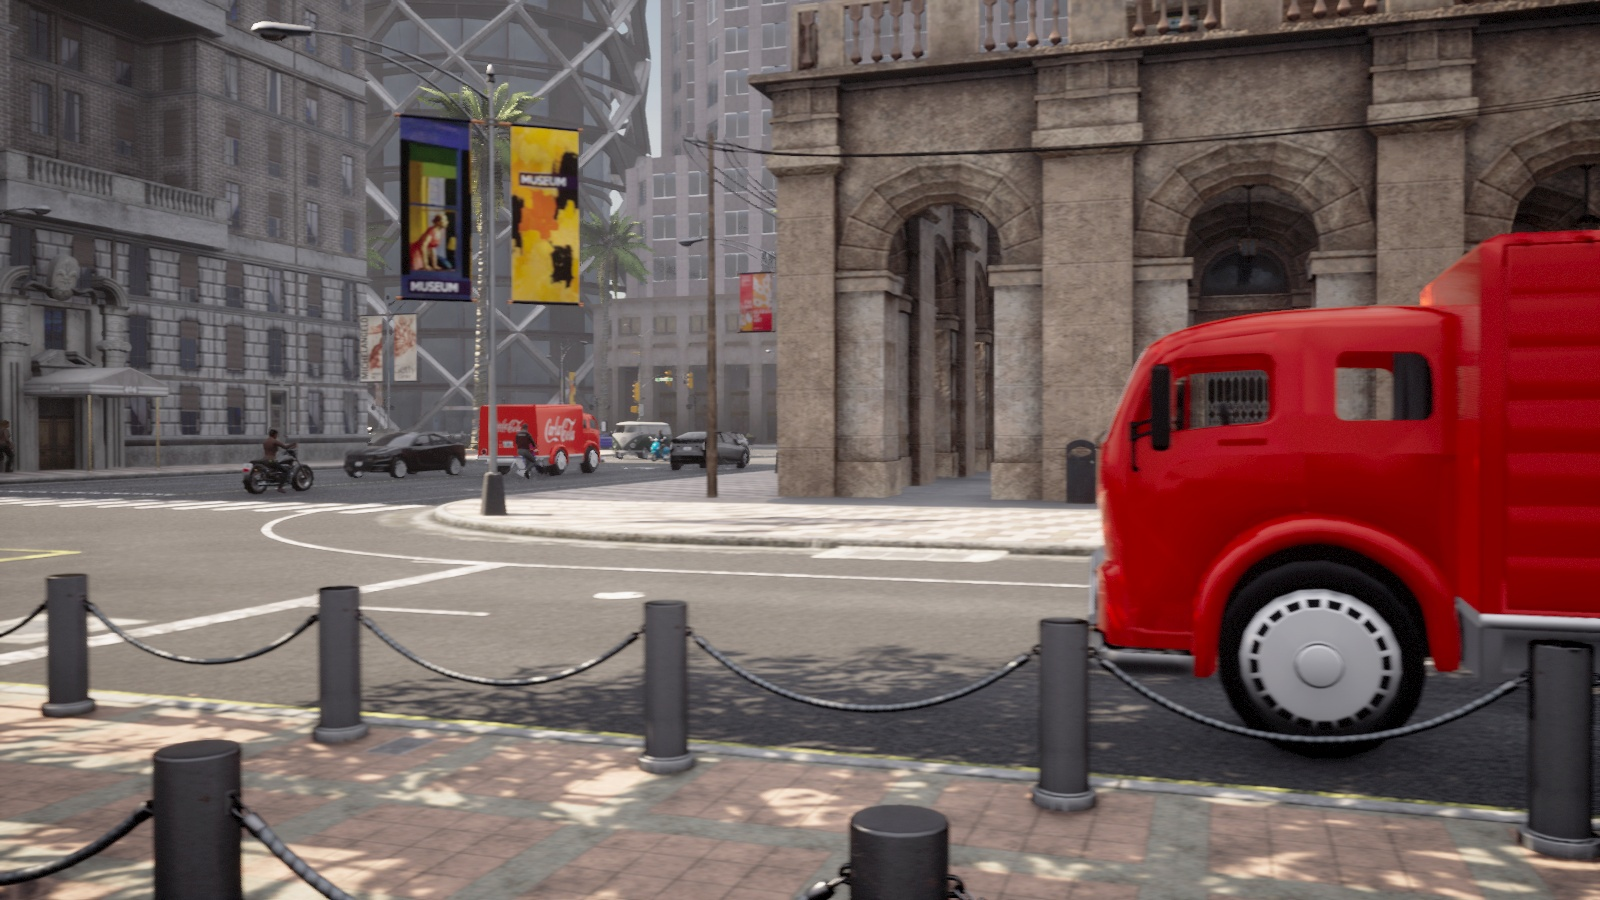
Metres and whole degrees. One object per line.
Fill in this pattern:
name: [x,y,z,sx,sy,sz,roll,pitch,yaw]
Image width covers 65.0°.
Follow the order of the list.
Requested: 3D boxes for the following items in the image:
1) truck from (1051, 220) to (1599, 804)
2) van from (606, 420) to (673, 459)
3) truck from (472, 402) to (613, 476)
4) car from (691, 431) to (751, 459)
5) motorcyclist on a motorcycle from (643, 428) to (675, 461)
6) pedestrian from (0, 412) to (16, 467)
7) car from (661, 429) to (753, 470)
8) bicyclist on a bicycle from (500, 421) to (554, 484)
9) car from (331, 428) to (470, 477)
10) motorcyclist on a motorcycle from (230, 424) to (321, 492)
truck: [4.117,0.250,6.437,5.204,2.467,2.627,1,1,20]
van: [-8.541,-0.580,67.205,1.775,1.987,4.442,1,1,19]
truck: [-8.957,-0.437,44.321,2.627,2.467,5.204,1,2,18]
car: [-4.299,-0.324,68.843,1.816,1.474,4.193,1,1,19]
motorcyclist on a motorcycle: [-6.919,-0.277,61.522,0.866,1.590,1.817,1,1,19]
pedestrian: [-26.536,-0.353,41.842,0.331,1.846,0.634,1,1,22]
car: [-3.584,-0.063,49.297,2.007,1.525,4.514,1,1,19]
bicyclist on a bicycle: [-7.901,0.051,36.424,0.659,1.776,1.843,1,1,18]
car: [-13.343,0.032,42.274,1.882,1.535,5.008,1,1,18]
motorcyclist on a motorcycle: [-13.171,0.181,31.626,0.766,1.649,2.350,1,1,18]
